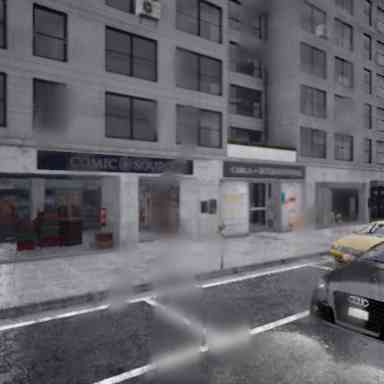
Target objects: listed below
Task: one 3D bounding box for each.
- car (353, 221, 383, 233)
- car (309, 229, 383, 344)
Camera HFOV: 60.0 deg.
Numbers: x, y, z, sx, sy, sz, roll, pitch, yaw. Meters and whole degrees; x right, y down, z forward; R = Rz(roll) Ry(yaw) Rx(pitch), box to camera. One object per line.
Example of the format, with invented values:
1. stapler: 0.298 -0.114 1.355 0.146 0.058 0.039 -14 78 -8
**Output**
1. car: 6.344 1.517 10.715 4.829 1.417 1.752 0 0 -36
2. car: 4.013 1.560 5.917 4.181 1.385 1.994 0 0 -35
